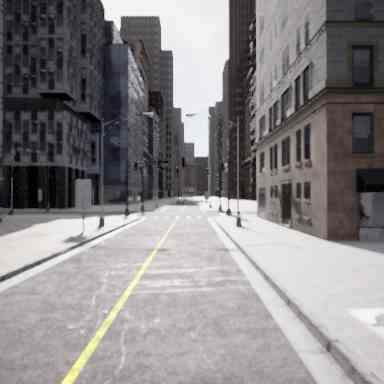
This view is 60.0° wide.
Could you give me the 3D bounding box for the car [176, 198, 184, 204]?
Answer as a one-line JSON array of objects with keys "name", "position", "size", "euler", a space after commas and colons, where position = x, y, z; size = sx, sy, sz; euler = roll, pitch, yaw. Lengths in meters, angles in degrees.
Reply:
[{"name": "car", "position": [-2.968, 2.334, 84.160], "size": [1.882, 1.535, 5.008], "euler": [0, 0, 0]}]
